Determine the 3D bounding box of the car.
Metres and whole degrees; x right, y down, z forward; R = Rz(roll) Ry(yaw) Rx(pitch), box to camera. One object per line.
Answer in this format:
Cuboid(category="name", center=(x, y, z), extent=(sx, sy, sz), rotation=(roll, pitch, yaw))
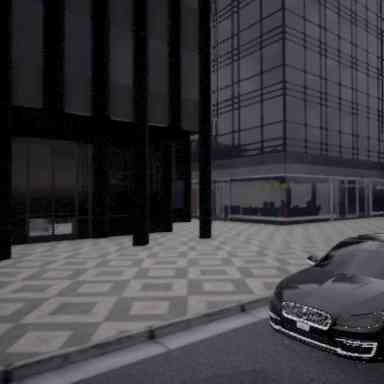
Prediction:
Cuboid(category="car", center=(3.437, 1.552, 5.920), extent=(4.892, 1.490, 1.837), rotation=(0, -1, -37))
